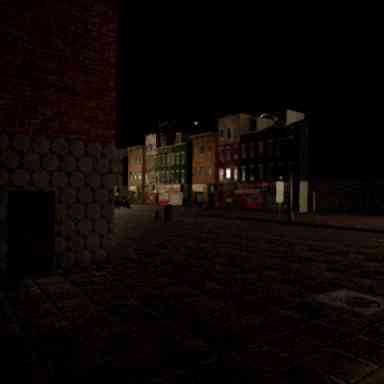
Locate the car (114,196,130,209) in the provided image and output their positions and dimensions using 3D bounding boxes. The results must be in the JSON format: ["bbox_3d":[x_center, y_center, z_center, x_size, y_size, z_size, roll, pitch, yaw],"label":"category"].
[{"bbox_3d":[-10.071,1.316,44.463,2.097,1.767,4.553,1,-1,-36],"label":"car"}]
